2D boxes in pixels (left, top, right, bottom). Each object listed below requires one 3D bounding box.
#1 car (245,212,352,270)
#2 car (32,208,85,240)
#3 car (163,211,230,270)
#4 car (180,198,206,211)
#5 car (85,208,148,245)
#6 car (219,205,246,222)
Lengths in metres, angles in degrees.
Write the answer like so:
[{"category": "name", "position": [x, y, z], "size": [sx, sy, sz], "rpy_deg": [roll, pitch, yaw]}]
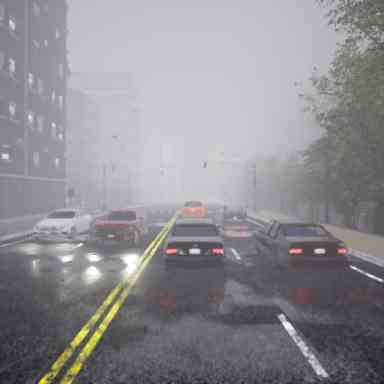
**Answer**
[{"category": "car", "position": [3.336, 1.599, 11.169], "size": [2.033, 1.411, 5.357], "rpy_deg": [0, 0, 0]}, {"category": "car", "position": [-6.596, 1.608, 17.561], "size": [1.812, 1.442, 4.674], "rpy_deg": [0, 0, 0]}, {"category": "car", "position": [0.087, 1.599, 11.164], "size": [2.033, 1.411, 5.357], "rpy_deg": [0, 0, 0]}, {"category": "car", "position": [0.091, 1.486, 28.353], "size": [2.097, 1.767, 4.553], "rpy_deg": [0, 0, 0]}, {"category": "car", "position": [-3.347, 1.553, 16.185], "size": [1.882, 1.535, 5.008], "rpy_deg": [0, 0, 0]}, {"category": "car", "position": [3.343, 1.733, 27.942], "size": [1.895, 1.301, 4.718], "rpy_deg": [0, 0, 0]}]
